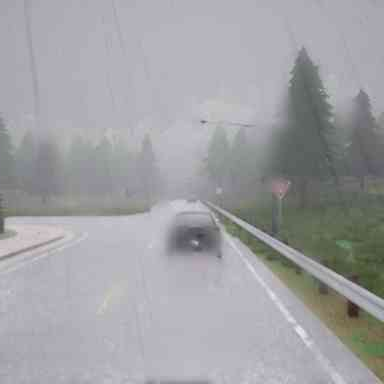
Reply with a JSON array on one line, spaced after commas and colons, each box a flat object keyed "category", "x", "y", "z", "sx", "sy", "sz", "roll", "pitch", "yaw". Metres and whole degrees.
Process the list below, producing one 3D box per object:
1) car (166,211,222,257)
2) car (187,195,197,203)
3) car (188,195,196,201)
[{"category": "car", "x": 0.078, "y": 1.485, "z": 13.071, "sx": 1.882, "sy": 1.535, "sz": 5.008, "roll": 0, "pitch": 0, "yaw": 0}, {"category": "car", "x": 0.011, "y": 1.633, "z": 69.566, "sx": 1.895, "sy": 1.301, "sz": 4.718, "roll": 0, "pitch": 0, "yaw": 0}, {"category": "car", "x": 0.012, "y": 1.374, "z": 79.529, "sx": 1.837, "sy": 1.490, "sz": 4.892, "roll": 0, "pitch": 0, "yaw": 0}]
